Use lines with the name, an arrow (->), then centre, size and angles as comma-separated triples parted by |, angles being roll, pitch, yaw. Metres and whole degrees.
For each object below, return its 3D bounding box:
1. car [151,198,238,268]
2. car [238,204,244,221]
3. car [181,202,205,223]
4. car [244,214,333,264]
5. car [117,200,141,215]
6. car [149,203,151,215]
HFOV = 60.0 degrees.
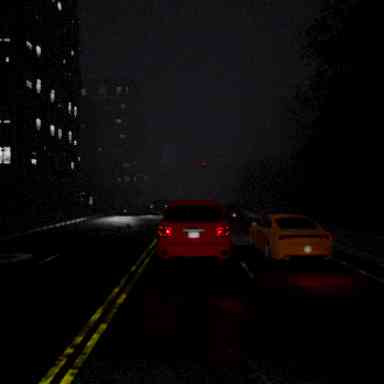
car -> 0.066, 1.260, 11.510 | 2.150, 2.045, 5.566 | 0, -1, 0
car -> 3.324, 1.631, 28.237 | 1.812, 1.442, 4.674 | 0, 0, 0
car -> 0.070, 1.607, 27.629 | 1.837, 1.490, 4.892 | 0, 0, 0
car -> 3.318, 1.522, 12.013 | 1.882, 1.535, 5.008 | 0, -1, 0
car -> -6.568, 1.625, 35.183 | 2.128, 1.511, 4.902 | 0, 0, 0
car -> -3.316, 1.485, 35.530 | 2.097, 1.767, 4.553 | 0, 0, 0
